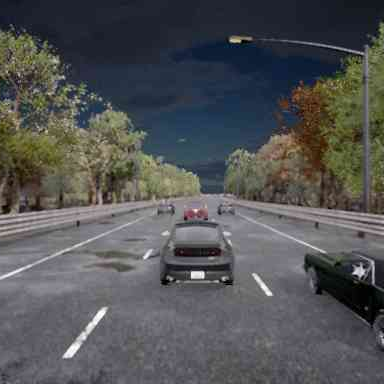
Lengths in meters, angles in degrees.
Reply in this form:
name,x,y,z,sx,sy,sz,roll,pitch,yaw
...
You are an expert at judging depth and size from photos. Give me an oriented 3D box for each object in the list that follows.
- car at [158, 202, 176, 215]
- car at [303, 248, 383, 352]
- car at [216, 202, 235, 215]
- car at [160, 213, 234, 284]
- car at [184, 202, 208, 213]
name,x,y,z,sx,sy,sz,roll,pitch,yaw
car,-2.991,1.960,39.918,2.128,1.511,4.902,0,-1,1
car,3.616,1.674,6.023,1.895,1.301,4.718,0,-1,0
car,4.014,1.962,40.063,2.128,1.511,4.902,0,-1,1
car,0.136,1.625,9.915,1.837,1.490,4.892,0,0,0
car,0.354,1.716,30.977,2.097,1.767,4.553,0,-1,1
